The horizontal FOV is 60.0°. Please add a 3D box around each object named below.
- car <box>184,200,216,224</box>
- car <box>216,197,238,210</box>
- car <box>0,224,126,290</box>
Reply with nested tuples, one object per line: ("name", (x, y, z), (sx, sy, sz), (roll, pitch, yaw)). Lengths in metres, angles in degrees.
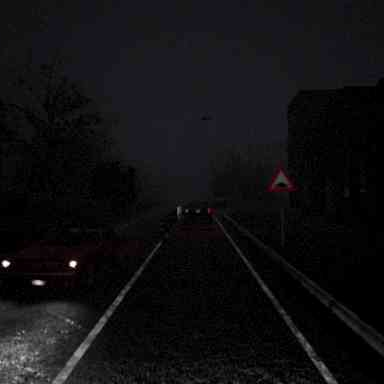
("car", (0.474, 1.404, 25.581), (2.097, 1.767, 4.553), (0, 0, 1))
("car", (4.222, 1.387, 42.239), (1.882, 1.535, 5.008), (-5, -1, 31))
("car", (-3.224, 1.617, 9.249), (1.895, 1.301, 4.718), (0, 0, 1))
